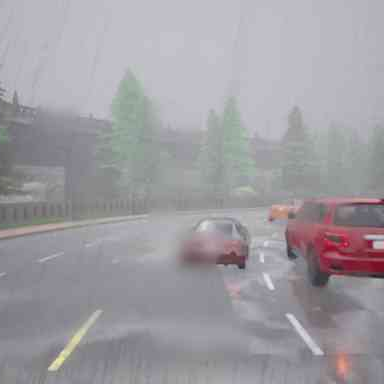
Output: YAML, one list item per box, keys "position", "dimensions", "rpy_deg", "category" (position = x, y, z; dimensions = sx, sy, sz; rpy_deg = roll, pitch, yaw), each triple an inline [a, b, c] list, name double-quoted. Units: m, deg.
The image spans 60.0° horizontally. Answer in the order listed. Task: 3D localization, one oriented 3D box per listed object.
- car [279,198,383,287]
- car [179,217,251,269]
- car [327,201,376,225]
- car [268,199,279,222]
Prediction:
- position: [4.046, 1.177, 9.266]
  dimensions: [2.150, 2.045, 5.566]
  rpy_deg: [0, -1, 6]
  category: "car"
- position: [0.910, 1.517, 11.125]
  dimensions: [1.994, 1.385, 4.181]
  rpy_deg: [0, 0, 11]
  category: "car"
- position: [11.627, 1.428, 24.036]
  dimensions: [1.812, 1.442, 4.674]
  rpy_deg: [0, 0, 44]
  category: "car"
- position: [7.514, 1.251, 24.650]
  dimensions: [2.097, 1.767, 4.553]
  rpy_deg: [0, 0, 40]
  category: "car"
